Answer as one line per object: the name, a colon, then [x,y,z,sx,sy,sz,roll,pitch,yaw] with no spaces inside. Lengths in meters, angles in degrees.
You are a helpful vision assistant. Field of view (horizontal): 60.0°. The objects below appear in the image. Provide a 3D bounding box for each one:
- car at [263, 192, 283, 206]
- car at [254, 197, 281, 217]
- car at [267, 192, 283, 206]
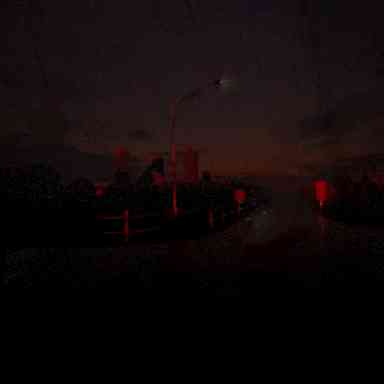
car: [9.662,1.084,40.465,2.150,2.045,5.566,-1,0,16]
car: [6.854,1.447,30.651,2.033,1.411,5.357,-1,0,16]
car: [13.112,1.048,52.398,2.150,2.045,5.566,-1,-1,17]
